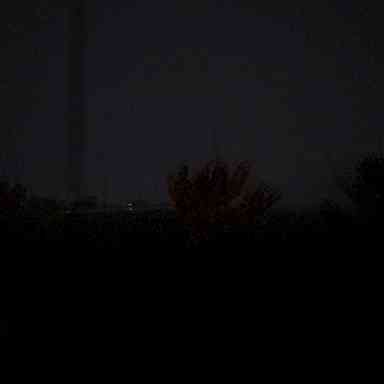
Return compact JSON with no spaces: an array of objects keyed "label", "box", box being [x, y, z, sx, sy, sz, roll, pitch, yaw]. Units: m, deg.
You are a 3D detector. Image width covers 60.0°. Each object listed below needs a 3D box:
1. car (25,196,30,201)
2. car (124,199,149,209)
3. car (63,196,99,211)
[{"label":"car","box":[-21.967,1.538,39.692,2.150,2.045,5.566,-1,-1,36]},{"label":"car","box":[-9.475,2.054,56.996,1.837,1.490,4.892,-1,-1,36]},{"label":"car","box":[-16.003,1.649,47.972,2.150,2.045,5.566,-1,-1,36]}]
